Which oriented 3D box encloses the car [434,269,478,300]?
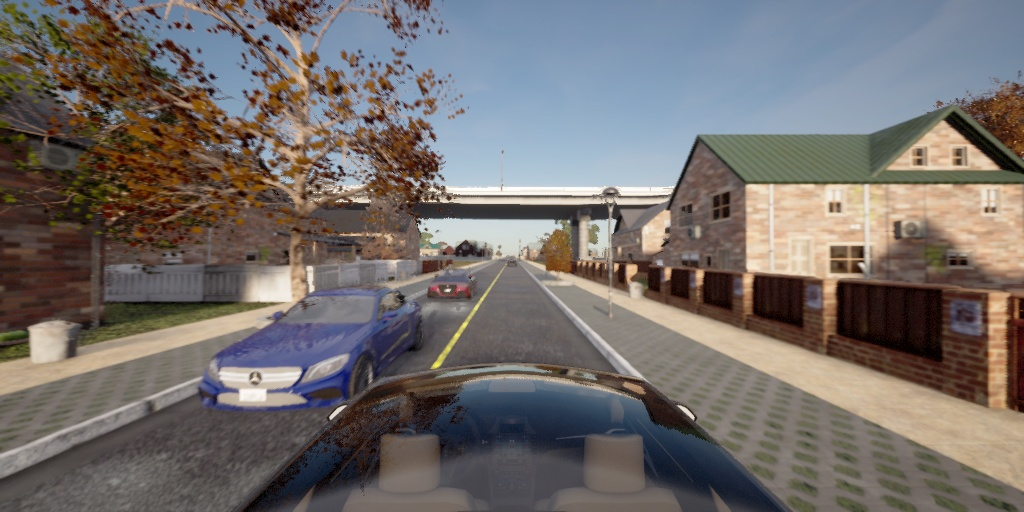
[{"bbox_3d":[-2.798,1.313,17.646,1.994,1.385,4.181,0,0,0],"label":"car"}]

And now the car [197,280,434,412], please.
[{"bbox_3d":[-2.840,1.276,6.268,1.812,1.442,4.674,0,0,0],"label":"car"}]
